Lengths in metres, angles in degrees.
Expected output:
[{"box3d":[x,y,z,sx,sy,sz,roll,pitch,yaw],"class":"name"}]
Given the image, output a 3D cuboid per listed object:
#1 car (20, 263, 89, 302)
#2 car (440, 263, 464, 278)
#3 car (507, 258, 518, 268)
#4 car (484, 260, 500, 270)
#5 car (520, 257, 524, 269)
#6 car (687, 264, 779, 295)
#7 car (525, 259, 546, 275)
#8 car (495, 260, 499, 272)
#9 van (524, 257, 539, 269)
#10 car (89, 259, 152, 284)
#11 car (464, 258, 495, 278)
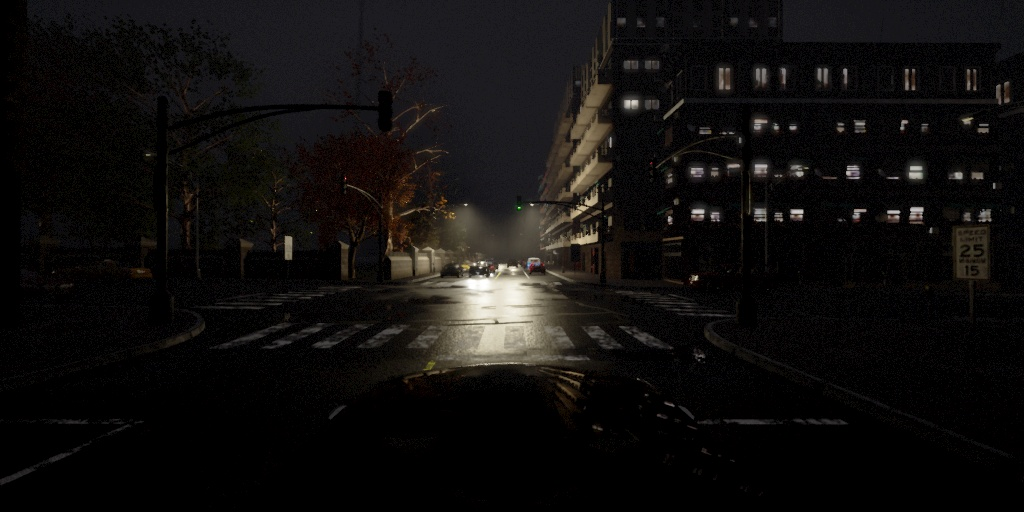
[{"box3d":[-18.945,1.010,13.289,4.207,1.307,1.802,0,0,0],"class":"car"},{"box3d":[-5.643,1.341,34.301,1.948,1.339,4.313,0,0,0],"class":"car"},{"box3d":[0.086,1.324,62.593,1.837,1.490,4.892,0,0,0],"class":"car"},{"box3d":[-3.020,1.352,55.135,2.033,1.411,5.357,0,0,0],"class":"car"},{"box3d":[2.769,1.248,56.810,1.967,1.591,4.097,0,0,0],"class":"car"},{"box3d":[13.478,1.360,21.933,5.009,1.841,2.192,0,0,0],"class":"car"},{"box3d":[2.745,1.327,39.919,1.888,1.381,4.507,0,0,0],"class":"car"},{"box3d":[-3.036,1.352,44.541,1.994,1.385,4.181,0,0,0],"class":"car"},{"box3d":[2.753,1.130,45.549,1.690,1.789,3.998,0,0,0],"class":"van"},{"box3d":[-24.715,0.889,21.623,4.829,1.417,1.751,0,0,0],"class":"car"},{"box3d":[-3.062,1.267,34.528,2.128,1.511,4.902,0,0,-1],"class":"car"}]
